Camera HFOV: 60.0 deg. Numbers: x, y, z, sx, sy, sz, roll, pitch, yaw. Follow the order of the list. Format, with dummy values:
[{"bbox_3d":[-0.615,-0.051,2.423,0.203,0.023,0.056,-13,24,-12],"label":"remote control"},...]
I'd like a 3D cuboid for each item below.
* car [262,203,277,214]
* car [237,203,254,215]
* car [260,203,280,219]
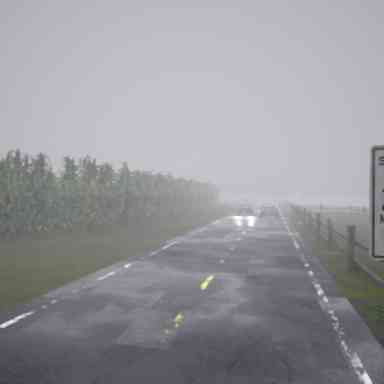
[{"bbox_3d":[10.433,2.149,44.766,1.895,1.301,4.718,1,0,14],"label":"car"},{"bbox_3d":[6.509,2.049,40.179,1.895,1.301,4.718,1,-1,13],"label":"car"},{"bbox_3d":[8.031,1.914,34.486,2.128,1.511,4.902,1,-1,14],"label":"car"}]
